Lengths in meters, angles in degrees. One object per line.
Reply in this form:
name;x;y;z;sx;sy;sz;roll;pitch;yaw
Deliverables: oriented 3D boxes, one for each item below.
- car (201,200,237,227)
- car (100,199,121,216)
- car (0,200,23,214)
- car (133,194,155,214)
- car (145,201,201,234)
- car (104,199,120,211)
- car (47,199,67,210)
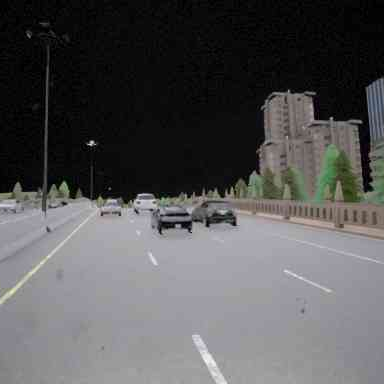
car;1.457;1.361;23.043;2.097;1.767;4.553;0;0;-13
car;-7.847;1.621;32.321;1.895;1.301;4.718;0;0;-13
car;-19.623;1.559;35.910;1.812;1.442;4.674;0;0;-13
car;-5.179;1.238;36.300;2.150;2.045;5.566;0;0;-12
car;-1.258;1.500;19.221;2.128;1.511;4.902;0;0;-13
car;-10.151;1.576;42.394;1.812;1.442;4.674;0;-1;-13
car;-17.843;1.615;44.075;2.128;1.511;4.902;0;-2;-12
